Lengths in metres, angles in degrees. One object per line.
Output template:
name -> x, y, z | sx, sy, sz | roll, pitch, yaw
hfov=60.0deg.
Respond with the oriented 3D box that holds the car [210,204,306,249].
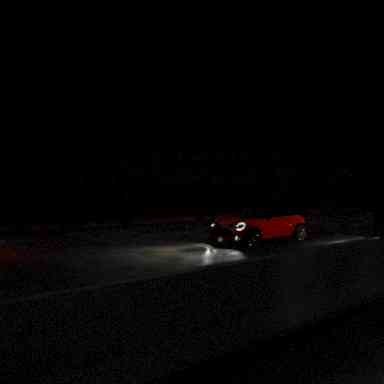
car -> 2.961, 1.340, 14.715 | 4.553, 1.767, 2.097 | 0, 0, -36
